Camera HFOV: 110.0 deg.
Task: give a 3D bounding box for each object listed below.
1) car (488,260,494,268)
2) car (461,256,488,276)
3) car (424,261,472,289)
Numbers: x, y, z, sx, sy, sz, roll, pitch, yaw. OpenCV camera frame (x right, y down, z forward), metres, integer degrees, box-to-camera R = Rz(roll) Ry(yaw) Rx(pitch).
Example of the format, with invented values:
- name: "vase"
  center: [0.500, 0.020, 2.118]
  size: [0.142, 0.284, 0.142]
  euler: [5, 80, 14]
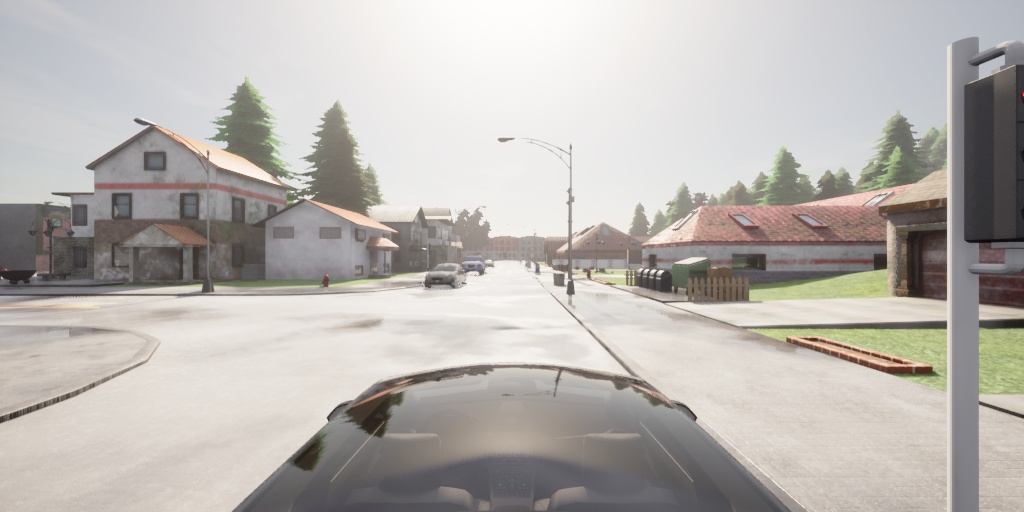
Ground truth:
- name: "car"
  center: [-4.025, 1.315, 60.499]
  size: [1.994, 1.385, 4.181]
  euler: [0, 0, 1]
- name: "car"
  center: [-4.095, 0.971, 38.370]
  size: [2.150, 2.045, 5.566]
  euler: [0, 0, -1]
- name: "car"
  center: [-4.210, 1.256, 23.501]
  size: [1.837, 1.490, 4.892]
  euler: [1, 0, 4]
